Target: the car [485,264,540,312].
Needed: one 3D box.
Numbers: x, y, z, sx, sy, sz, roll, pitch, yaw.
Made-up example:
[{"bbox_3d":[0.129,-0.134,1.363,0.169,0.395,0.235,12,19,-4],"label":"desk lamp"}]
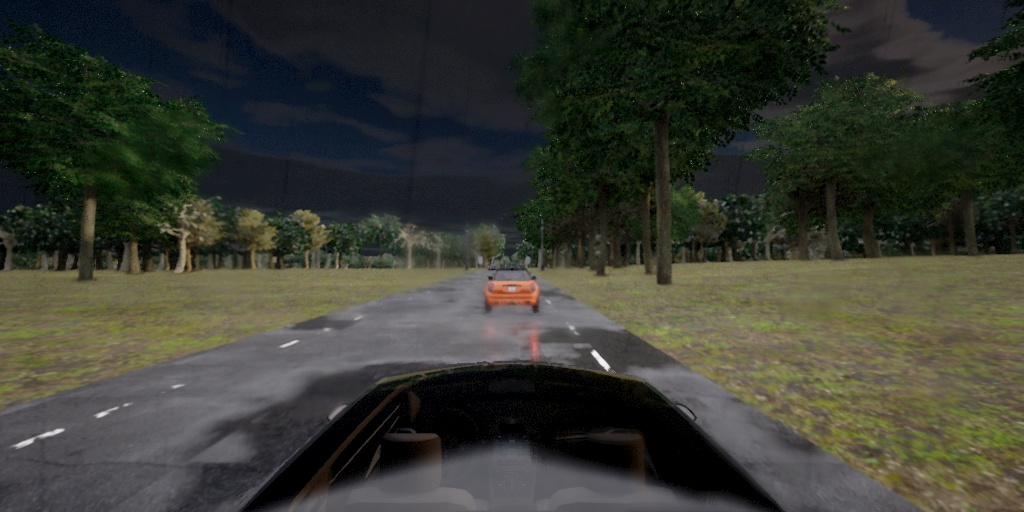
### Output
[{"bbox_3d":[0.022,1.262,15.341,2.097,1.767,4.553,0,-1,0],"label":"car"}]
